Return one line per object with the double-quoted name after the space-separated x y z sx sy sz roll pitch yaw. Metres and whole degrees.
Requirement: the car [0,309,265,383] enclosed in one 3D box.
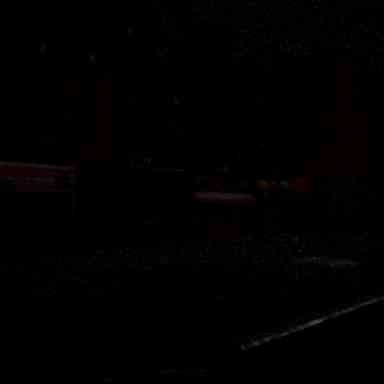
-1.442 1.563 1.765 4.313 1.339 1.947 1 1 -35 "car"
